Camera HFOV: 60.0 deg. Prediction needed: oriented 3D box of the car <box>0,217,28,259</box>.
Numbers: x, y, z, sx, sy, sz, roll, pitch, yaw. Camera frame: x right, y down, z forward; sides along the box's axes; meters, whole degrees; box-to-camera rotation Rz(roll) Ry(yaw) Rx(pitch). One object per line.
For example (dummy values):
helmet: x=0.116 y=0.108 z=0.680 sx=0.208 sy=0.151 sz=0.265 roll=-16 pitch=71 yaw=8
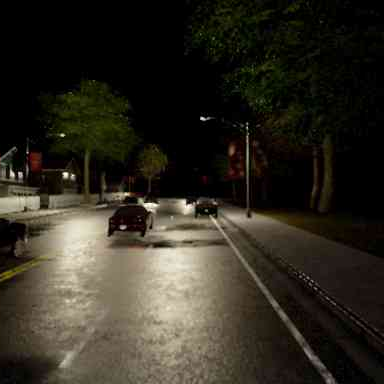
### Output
car: x=-6.595 y=1.415 z=9.415 sx=1.882 sy=1.535 sz=5.008 roll=0 pitch=0 yaw=0

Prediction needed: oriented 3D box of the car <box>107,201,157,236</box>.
car: x=-3.143 y=1.415 z=17.476 sx=1.812 sy=1.442 sz=4.674 roll=0 pitch=0 yaw=0

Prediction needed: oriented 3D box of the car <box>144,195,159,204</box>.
car: x=-6.547 y=1.257 z=53.235 sx=1.812 sy=1.442 sz=4.674 roll=0 pitch=0 yaw=0

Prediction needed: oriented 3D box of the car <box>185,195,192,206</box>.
car: x=0.030 y=1.275 z=48.521 sx=1.812 sy=1.442 sz=4.674 roll=0 pitch=0 yaw=0

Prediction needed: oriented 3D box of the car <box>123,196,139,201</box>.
car: x=-9.797 y=1.295 z=53.305 sx=1.994 sy=1.385 sz=4.181 roll=0 pitch=0 yaw=0

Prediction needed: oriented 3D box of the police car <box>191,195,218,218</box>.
police car: x=1.144 y=1.257 z=28.607 sx=1.930 sy=1.638 sz=5.238 roll=0 pitch=0 yaw=0

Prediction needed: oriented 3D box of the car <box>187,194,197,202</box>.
car: x=0.016 y=1.234 z=67.523 sx=2.033 sy=1.411 sz=5.357 roll=0 pitch=0 yaw=0
